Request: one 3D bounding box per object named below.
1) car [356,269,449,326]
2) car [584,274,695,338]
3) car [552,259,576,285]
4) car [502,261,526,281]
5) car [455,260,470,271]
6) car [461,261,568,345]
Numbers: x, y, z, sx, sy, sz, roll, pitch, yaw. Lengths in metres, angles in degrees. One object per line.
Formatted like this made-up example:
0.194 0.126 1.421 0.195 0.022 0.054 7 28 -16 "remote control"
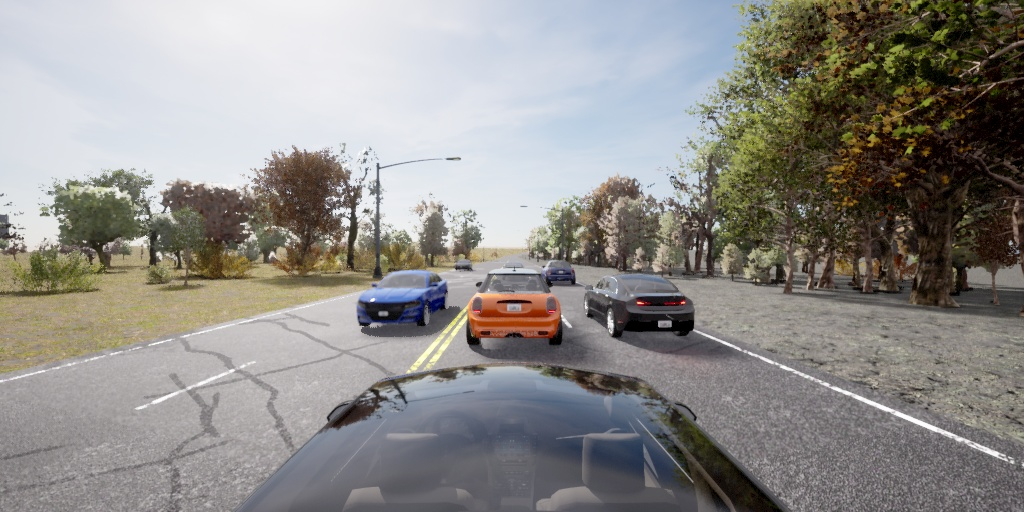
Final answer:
-3.341 1.226 11.791 1.882 1.535 5.008 0 0 0 "car"
3.319 1.246 10.211 1.837 1.490 4.892 -1 0 0 "car"
3.329 1.092 26.442 2.097 1.767 4.553 -1 0 0 "car"
0.127 1.225 30.992 1.882 1.535 5.008 0 0 -1 "car"
-6.469 1.223 48.194 1.882 1.535 5.008 0 0 0 "car"
0.066 1.101 9.639 2.097 1.767 4.553 0 0 0 "car"
